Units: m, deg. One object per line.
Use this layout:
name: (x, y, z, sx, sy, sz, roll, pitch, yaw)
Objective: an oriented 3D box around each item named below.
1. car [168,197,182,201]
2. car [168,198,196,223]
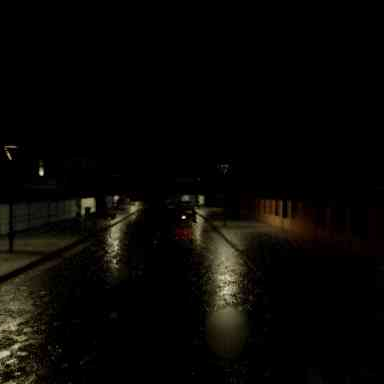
car: (-1.951, 1.367, 42.306, 2.097, 1.767, 4.553, 0, 0, -5)
car: (-0.714, 1.509, 25.876, 1.837, 1.490, 4.892, 0, 0, -3)
